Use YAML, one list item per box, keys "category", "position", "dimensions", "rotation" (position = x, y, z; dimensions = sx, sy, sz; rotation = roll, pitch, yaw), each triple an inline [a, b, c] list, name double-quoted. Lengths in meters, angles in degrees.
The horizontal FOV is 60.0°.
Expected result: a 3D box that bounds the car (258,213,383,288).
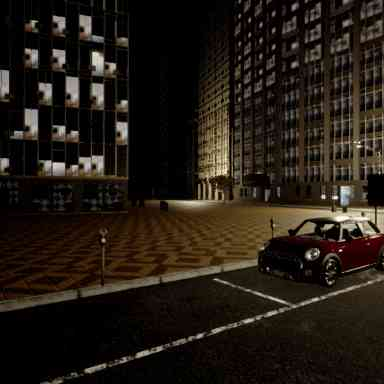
- category: "car"
  position: [3.710, 1.439, 9.208]
  dimensions: [4.097, 1.590, 1.967]
  rotation: [0, 0, -36]
